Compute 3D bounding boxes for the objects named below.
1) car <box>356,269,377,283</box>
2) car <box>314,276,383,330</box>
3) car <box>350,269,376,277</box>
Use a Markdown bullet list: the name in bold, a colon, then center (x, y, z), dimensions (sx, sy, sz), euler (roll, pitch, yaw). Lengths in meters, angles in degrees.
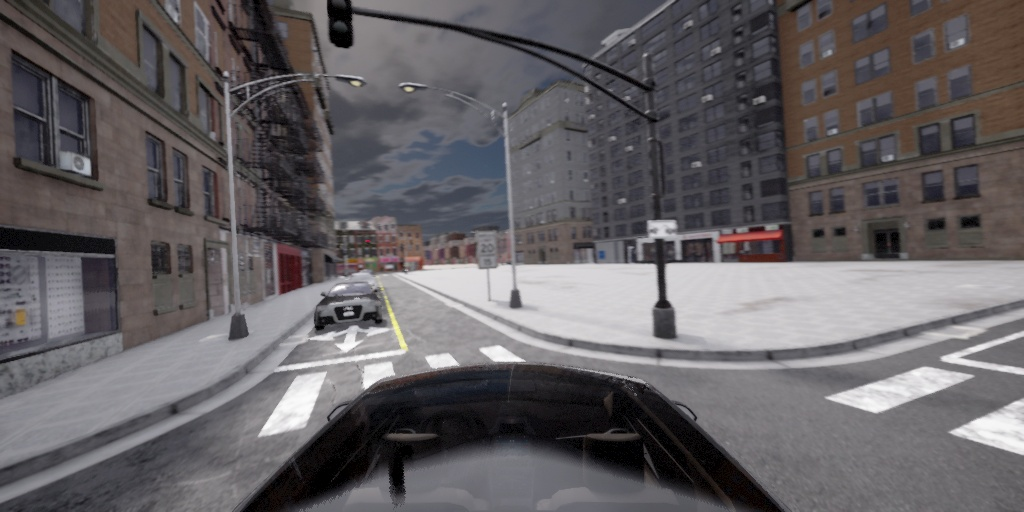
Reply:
- **car**: center (-16.891, 2.284, 41.817), dimensions (2.033, 1.411, 5.357), euler (-3, 0, -21)
- **car**: center (-5.745, 1.637, 12.899), dimensions (1.994, 1.385, 4.181), euler (-3, 0, -21)
- **car**: center (-9.902, 1.841, 23.618), dimensions (1.812, 1.442, 4.674), euler (-3, 0, -21)
